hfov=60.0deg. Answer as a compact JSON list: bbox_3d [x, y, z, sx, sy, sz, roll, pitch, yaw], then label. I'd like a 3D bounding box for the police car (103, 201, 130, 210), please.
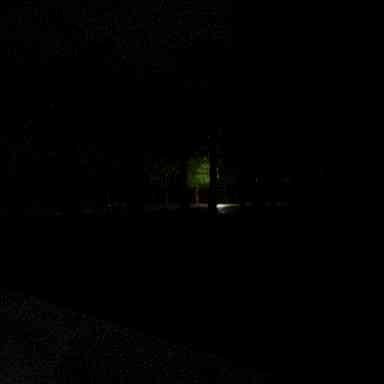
[{"bbox_3d":[-13.495,2.345,59.334,2.038,1.542,4.974,-2,-2,36],"label":"police car"}]
